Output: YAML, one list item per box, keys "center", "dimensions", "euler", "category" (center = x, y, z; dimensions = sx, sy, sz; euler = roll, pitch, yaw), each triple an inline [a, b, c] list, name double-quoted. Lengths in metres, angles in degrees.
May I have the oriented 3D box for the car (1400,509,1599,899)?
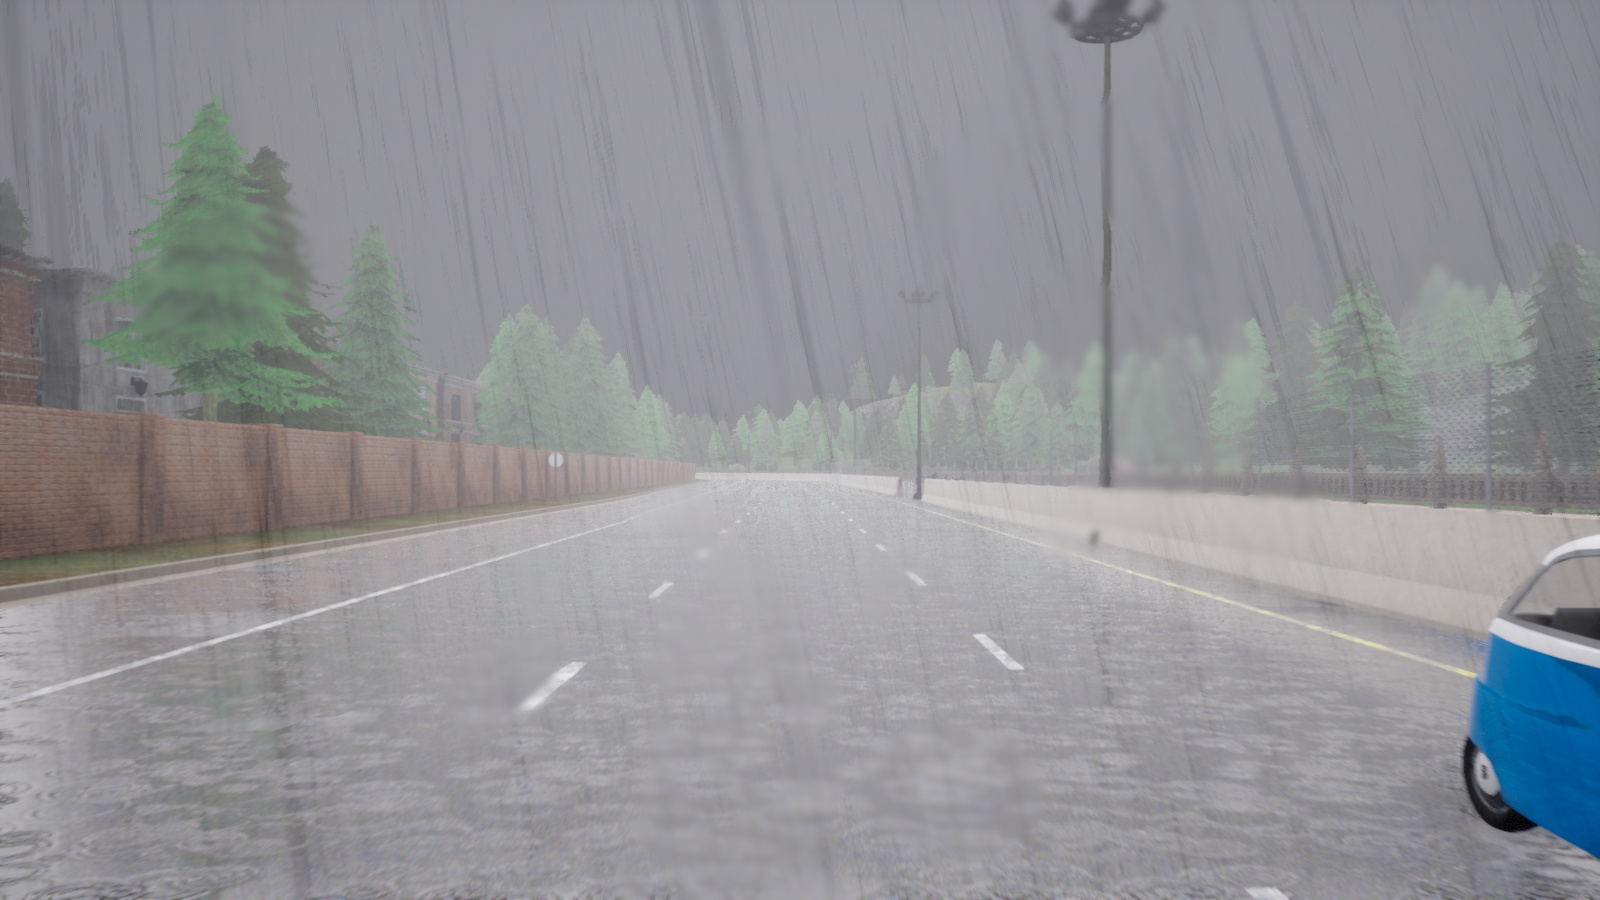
- center: [3.489, 0.933, 4.620]
  dimensions: [1.481, 1.376, 2.207]
  euler: [0, -1, 0]
  category: "car"
